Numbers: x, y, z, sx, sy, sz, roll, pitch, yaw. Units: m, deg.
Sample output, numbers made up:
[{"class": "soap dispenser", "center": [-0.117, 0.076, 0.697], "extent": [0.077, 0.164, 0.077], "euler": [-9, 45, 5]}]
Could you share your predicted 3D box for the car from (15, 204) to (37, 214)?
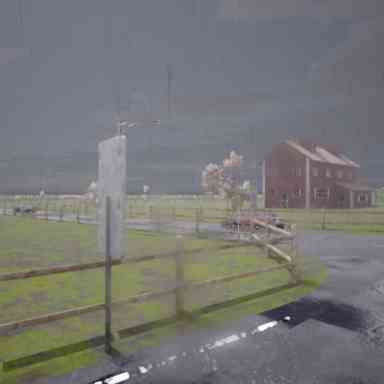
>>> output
[{"class": "car", "center": [-23.856, 2.405, 47.295], "extent": [2.033, 1.411, 5.357], "euler": [0, -1, -43]}]

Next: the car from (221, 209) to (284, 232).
[{"class": "car", "center": [3.905, 1.819, 21.916], "extent": [1.994, 1.385, 4.181], "euler": [0, -1, -43]}]
